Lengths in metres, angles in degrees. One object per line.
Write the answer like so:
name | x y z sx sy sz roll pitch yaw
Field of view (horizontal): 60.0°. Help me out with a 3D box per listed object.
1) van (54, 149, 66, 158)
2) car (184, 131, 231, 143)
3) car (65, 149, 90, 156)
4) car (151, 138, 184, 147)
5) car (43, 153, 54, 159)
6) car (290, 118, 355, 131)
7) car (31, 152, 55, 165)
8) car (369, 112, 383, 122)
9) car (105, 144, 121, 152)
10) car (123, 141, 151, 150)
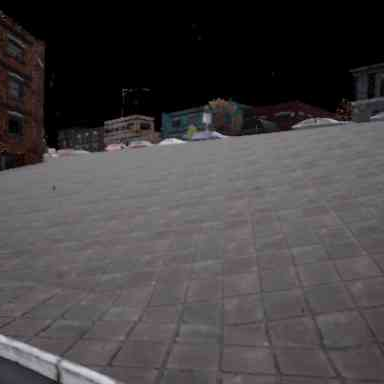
van | -20.941 -6.107 55.714 1.878 1.987 4.442 0 2 -44
car | 1.859 -4.999 31.737 2.185 1.767 4.553 0 2 -44
car | -17.228 -5.726 51.808 2.231 1.521 4.892 0 2 -44
car | -1.928 -5.007 35.720 2.002 1.452 4.674 0 2 -44
car | -24.833 -5.997 59.807 2.002 1.452 4.674 0 1 -44
car | 9.392 -4.523 23.815 2.231 1.521 4.892 0 2 -44
car | -28.608 -6.434 63.777 2.435 2.045 5.566 0 1 -44
car | 13.199 -4.334 19.823 2.231 1.521 4.892 0 2 -44
car | -9.636 -5.523 43.826 2.185 1.767 4.553 0 2 -44
car | -5.834 -5.352 39.828 2.185 1.767 4.553 0 2 -44
